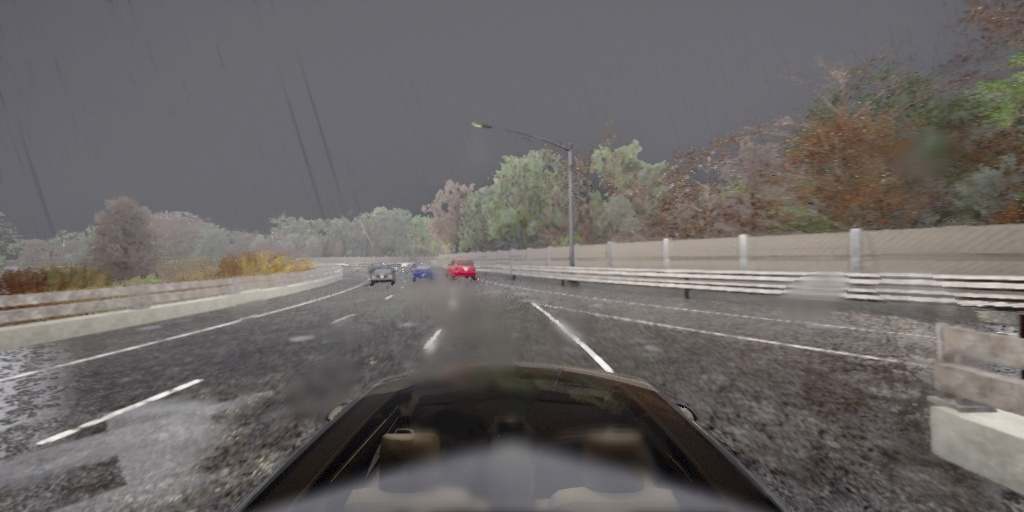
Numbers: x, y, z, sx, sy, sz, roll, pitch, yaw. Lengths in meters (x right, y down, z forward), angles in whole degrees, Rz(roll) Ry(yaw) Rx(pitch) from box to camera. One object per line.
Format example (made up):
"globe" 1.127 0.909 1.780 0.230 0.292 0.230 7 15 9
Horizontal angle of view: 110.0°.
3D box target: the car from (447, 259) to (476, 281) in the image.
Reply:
"car" -5.005 1.322 35.268 2.150 2.045 5.566 0 0 -18

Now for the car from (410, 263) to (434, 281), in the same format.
"car" -8.841 1.638 35.649 1.882 1.535 5.008 0 -1 -17

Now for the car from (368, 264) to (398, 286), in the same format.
"car" -10.660 1.677 29.971 2.033 1.411 5.357 0 -1 -16

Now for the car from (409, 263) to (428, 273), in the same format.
"car" -15.311 1.950 58.759 1.837 1.490 4.892 0 -1 -30

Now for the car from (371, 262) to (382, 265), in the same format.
"car" -20.139 1.802 53.213 2.097 1.767 4.553 0 -1 -28
